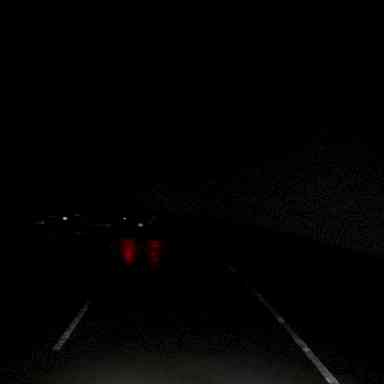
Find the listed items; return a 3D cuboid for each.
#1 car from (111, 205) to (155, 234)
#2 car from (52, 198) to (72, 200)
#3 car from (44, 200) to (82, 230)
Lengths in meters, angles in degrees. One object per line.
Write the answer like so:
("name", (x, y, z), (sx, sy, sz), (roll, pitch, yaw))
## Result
("car", (-3.356, 1.424, 18.638), (1.812, 1.442, 4.674), (0, 0, -20))
("car", (-13.344, 1.318, 33.864), (2.128, 1.511, 4.902), (0, 0, -44))
("car", (-8.020, 1.458, 20.549), (1.994, 1.385, 4.181), (0, 0, -25))
